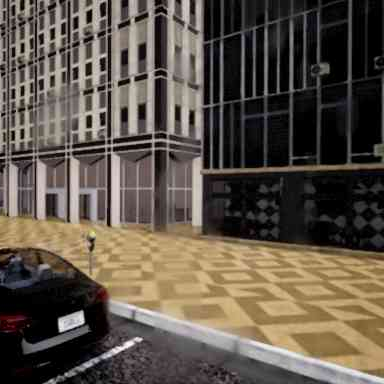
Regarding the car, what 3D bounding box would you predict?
[{"bbox_3d":[-3.097,1.525,5.084,4.313,1.339,1.947,1,0,35],"label":"car"}]
